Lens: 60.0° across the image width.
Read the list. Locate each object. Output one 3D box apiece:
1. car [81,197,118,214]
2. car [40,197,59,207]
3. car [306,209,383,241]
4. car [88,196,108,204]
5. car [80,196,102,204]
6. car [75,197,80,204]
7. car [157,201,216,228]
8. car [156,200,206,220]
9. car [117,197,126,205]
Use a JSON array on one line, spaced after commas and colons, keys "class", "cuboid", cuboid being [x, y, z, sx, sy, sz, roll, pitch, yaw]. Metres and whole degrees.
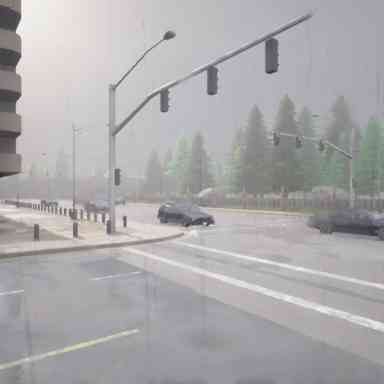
[{"class": "car", "cuboid": [-10.135, 1.580, 36.339, 1.812, 1.442, 4.674, 0, 0, -37]}, {"class": "car", "cuboid": [-23.372, 1.602, 54.430, 2.033, 1.411, 5.357, 0, 0, -36]}, {"class": "car", "cuboid": [8.516, 1.569, 16.916, 2.033, 1.411, 5.357, 0, 0, -36]}, {"class": "car", "cuboid": [-18.741, 1.546, 66.014, 2.128, 1.511, 4.902, 0, 0, -36]}, {"class": "car", "cuboid": [-13.903, 1.655, 47.343, 1.895, 1.301, 4.718, 0, 0, -36]}, {"class": "car", "cuboid": [-20.812, 1.655, 62.924, 1.895, 1.301, 4.718, 0, 0, -36]}, {"class": "car", "cuboid": [-0.594, 1.602, 23.105, 2.033, 1.411, 5.357, 0, 0, -32]}, {"class": "car", "cuboid": [-1.100, 1.546, 29.954, 2.128, 1.511, 4.902, 0, 0, -36]}, {"class": "car", "cuboid": [-13.237, 1.580, 58.568, 1.812, 1.442, 4.674, 0, 0, -36]}]
